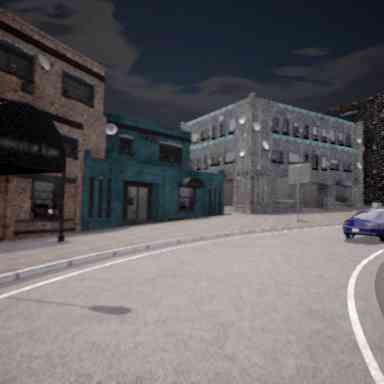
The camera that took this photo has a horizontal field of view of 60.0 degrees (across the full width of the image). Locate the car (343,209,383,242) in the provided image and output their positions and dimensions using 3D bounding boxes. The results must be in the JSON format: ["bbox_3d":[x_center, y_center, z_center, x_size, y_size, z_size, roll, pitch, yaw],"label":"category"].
[{"bbox_3d":[9.314,1.577,16.557,4.674,1.442,1.812,0,-2,-36],"label":"car"}]
